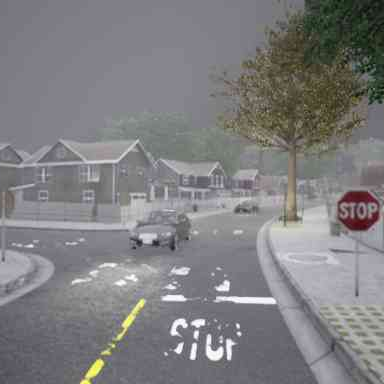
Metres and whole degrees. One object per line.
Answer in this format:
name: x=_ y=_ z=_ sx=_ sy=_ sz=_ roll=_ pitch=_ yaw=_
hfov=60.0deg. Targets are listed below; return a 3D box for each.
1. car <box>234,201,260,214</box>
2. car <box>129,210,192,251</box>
car: x=6.433 y=1.722 z=38.300 sx=2.033 sy=1.411 sz=5.357 roll=0 pitch=0 yaw=25
car: x=-1.223 y=1.569 z=14.648 sx=2.128 sy=1.511 sz=4.902 roll=0 pitch=0 yaw=10
